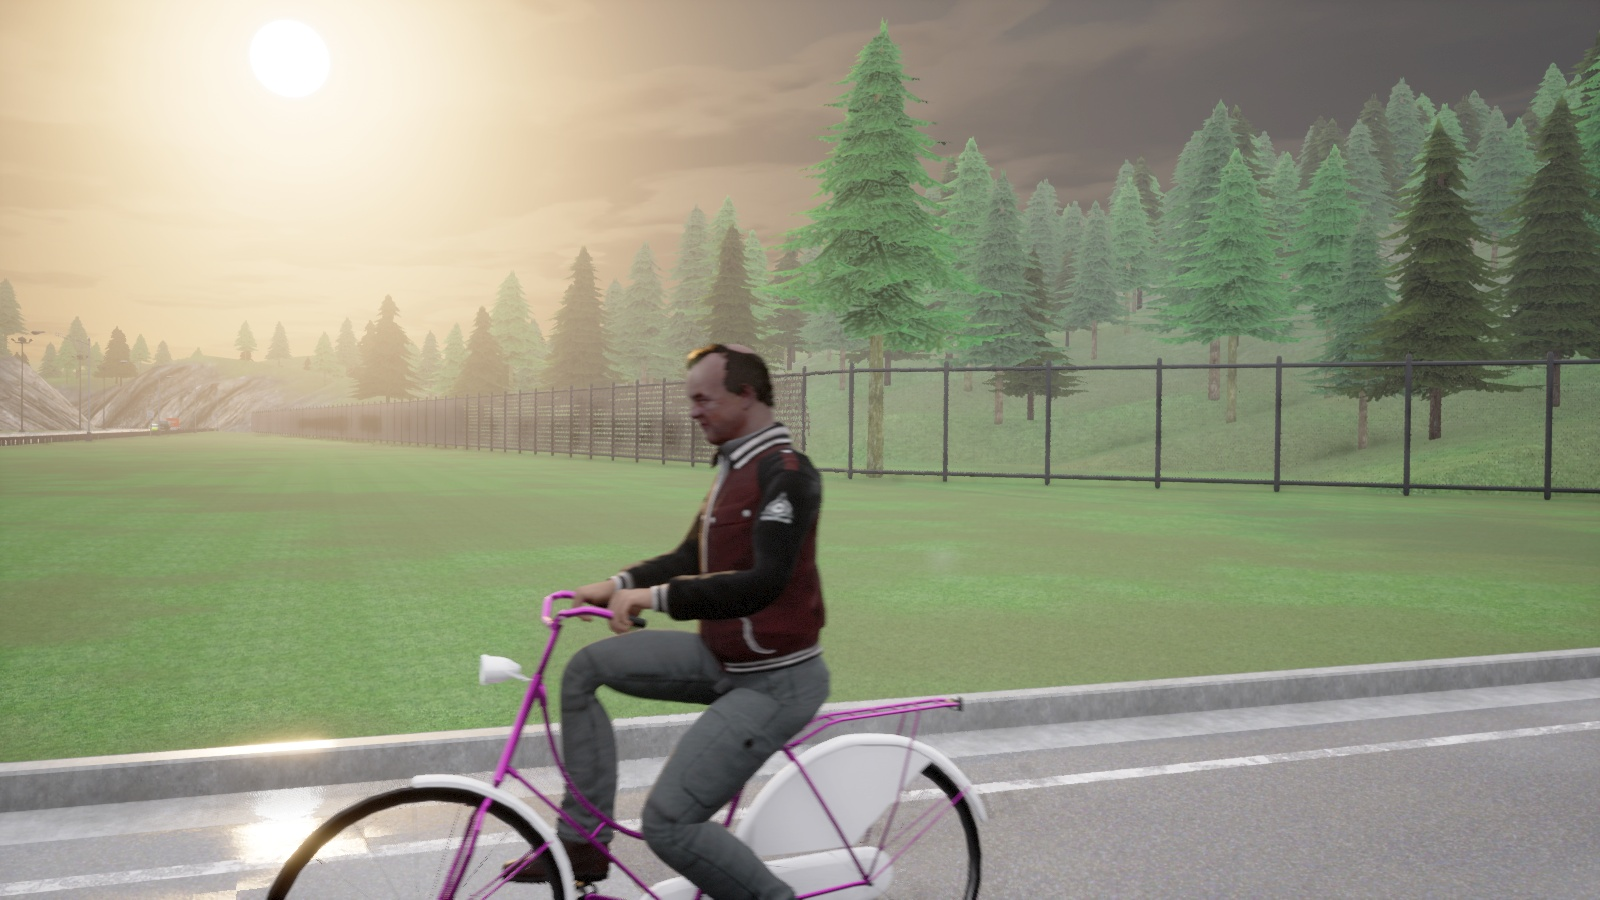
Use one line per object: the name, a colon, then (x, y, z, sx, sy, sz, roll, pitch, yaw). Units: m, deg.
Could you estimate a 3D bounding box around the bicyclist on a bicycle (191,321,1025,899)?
bicyclist on a bicycle: (-0.426, 0.623, 3.076, 1.843, 1.776, 0.659, -1, 1, -21)
